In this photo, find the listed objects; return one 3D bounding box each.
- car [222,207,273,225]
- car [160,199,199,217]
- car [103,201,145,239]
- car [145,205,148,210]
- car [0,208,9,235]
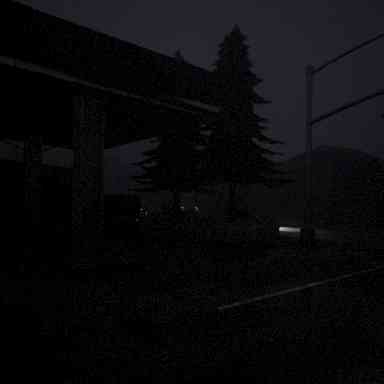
[{"bbox_3d":[4.112,1.813,25.044,1.994,1.385,4.181,1,0,-35],"label":"car"},{"bbox_3d":[-1.309,1.537,32.682,2.097,1.767,4.553,1,0,-36],"label":"car"},{"bbox_3d":[-4.505,1.445,18.311,1.905,1.878,3.866,1,0,-36],"label":"car"},{"bbox_3d":[-7.460,1.661,41.345,2.033,1.411,5.357,1,0,-35],"label":"car"},{"bbox_3d":[-11.637,1.520,18.492,2.242,1.667,4.611,1,0,-36],"label":"car"}]
